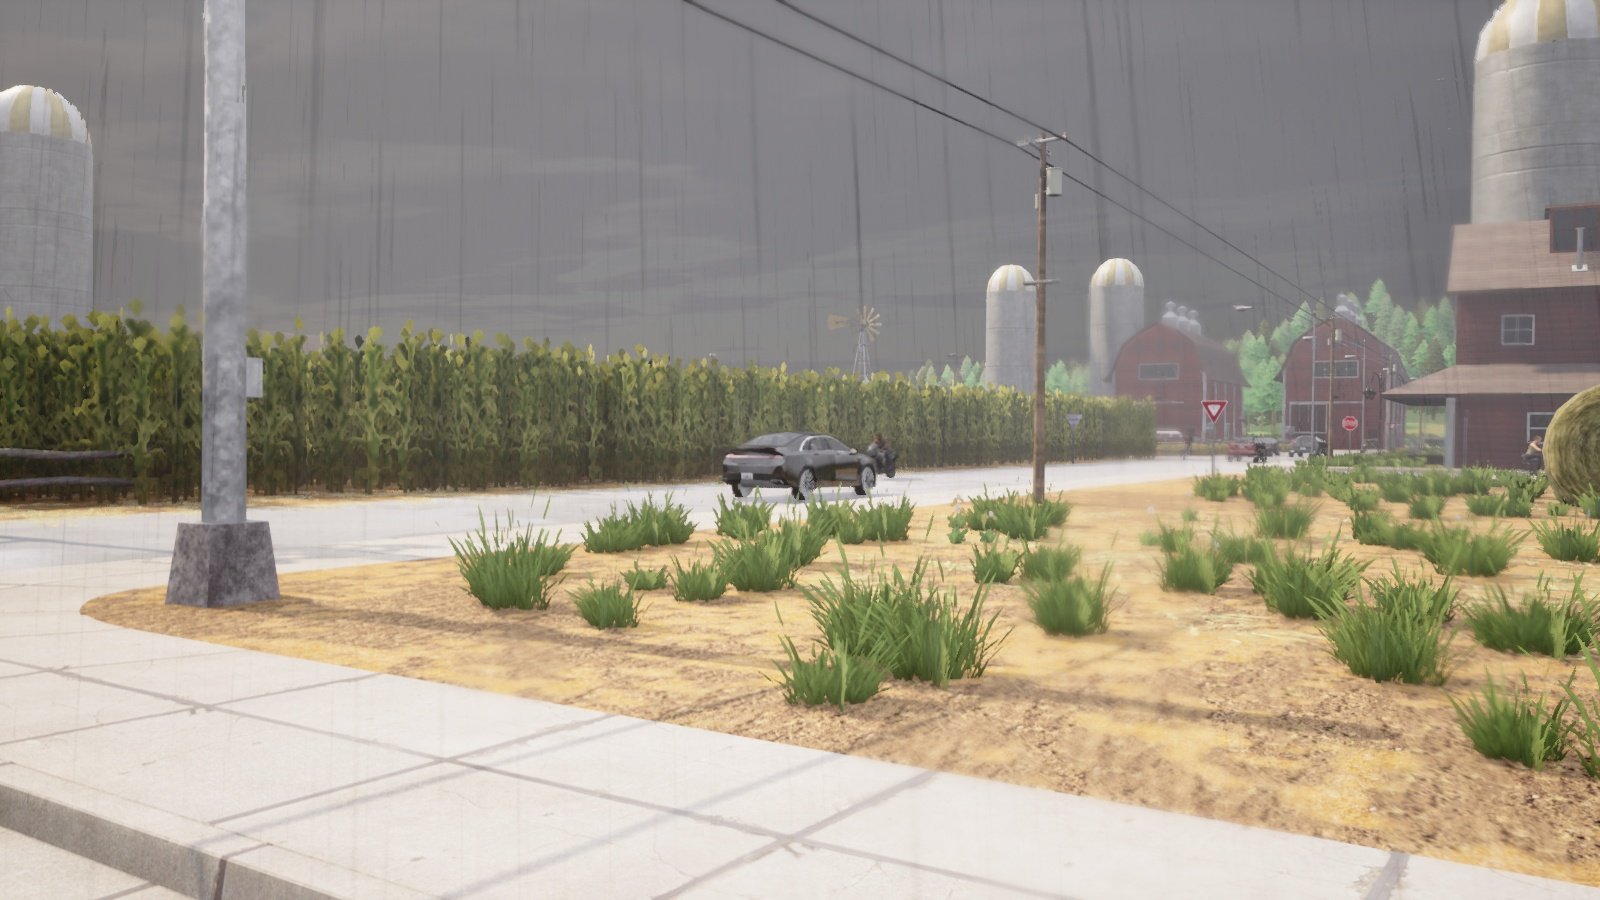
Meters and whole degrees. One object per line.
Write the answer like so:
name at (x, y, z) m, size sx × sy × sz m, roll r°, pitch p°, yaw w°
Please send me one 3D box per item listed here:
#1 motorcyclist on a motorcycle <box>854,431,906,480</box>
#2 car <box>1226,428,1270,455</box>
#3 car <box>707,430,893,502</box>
motorcyclist on a motorcycle at (2.582, 0.150, 40.347) m, size 0.797 × 1.523 × 2.044 m, roll 0°, pitch 1°, yaw 31°
car at (26.320, -0.523, 73.718) m, size 1.789 × 1.549 × 3.705 m, roll 0°, pitch 1°, yaw 31°
car at (0.120, 0.302, 29.281) m, size 2.128 × 1.511 × 4.902 m, roll 0°, pitch 1°, yaw 31°
